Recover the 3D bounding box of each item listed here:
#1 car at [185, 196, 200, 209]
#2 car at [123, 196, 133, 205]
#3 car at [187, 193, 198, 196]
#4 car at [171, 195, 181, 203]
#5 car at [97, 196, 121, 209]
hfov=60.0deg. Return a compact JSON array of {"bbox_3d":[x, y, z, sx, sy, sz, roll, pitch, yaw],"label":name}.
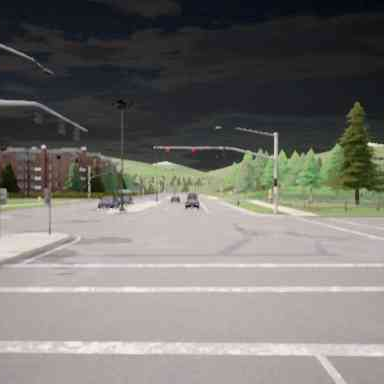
[{"bbox_3d":[0.039,1.575,43.907,1.895,1.301,4.718,0,0,0],"label":"car"},{"bbox_3d":[-11.479,1.472,58.034,1.837,1.490,4.892,0,0,1],"label":"car"},{"bbox_3d":[0.062,1.202,69.342,2.150,2.045,5.566,0,0,0],"label":"car"},{"bbox_3d":[-3.438,1.452,69.314,2.128,1.511,4.902,0,0,0],"label":"car"},{"bbox_3d":[-11.513,1.325,46.029,2.097,1.767,4.553,0,0,1],"label":"car"}]
